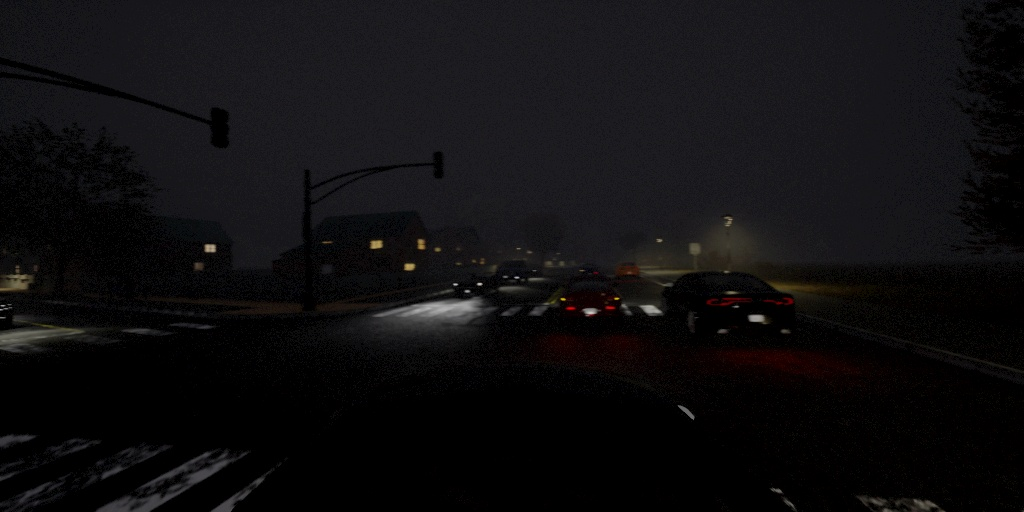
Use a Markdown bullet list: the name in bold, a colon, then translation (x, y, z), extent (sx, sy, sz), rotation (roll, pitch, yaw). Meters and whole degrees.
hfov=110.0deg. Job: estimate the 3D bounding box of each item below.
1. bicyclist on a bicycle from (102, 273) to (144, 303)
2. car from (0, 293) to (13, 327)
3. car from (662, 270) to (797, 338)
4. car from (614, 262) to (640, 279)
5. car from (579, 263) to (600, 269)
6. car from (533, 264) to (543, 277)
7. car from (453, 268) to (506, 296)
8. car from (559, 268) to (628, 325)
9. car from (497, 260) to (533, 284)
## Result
- **bicyclist on a bicycle**: translation (-21.524, 1.751, 19.874), extent (0.582, 1.620, 1.656), rotation (-2, -1, 25)
- **car**: translation (-19.511, 1.726, 12.473), extent (5.008, 1.535, 1.882), rotation (-1, -1, 25)
- **car**: translation (5.425, 1.125, 9.687), extent (1.882, 1.535, 5.008), rotation (-2, -1, 11)
- **car**: translation (10.341, 1.238, 32.318), extent (1.882, 1.535, 5.008), rotation (-2, -1, 13)
- **car**: translation (7.463, 1.422, 34.278), extent (1.812, 1.442, 4.674), rotation (-2, -1, 13)
- **car**: translation (2.473, 1.673, 42.086), extent (1.882, 1.535, 5.008), rotation (-2, -1, 14)
- **car**: translation (-2.055, 1.696, 22.413), extent (1.895, 1.301, 4.718), rotation (-2, -1, 13)
- **car**: translation (2.543, 1.308, 11.787), extent (1.812, 1.442, 4.674), rotation (-2, -1, 12)
- **car**: translation (0.084, 1.366, 32.087), extent (2.150, 2.045, 5.566), rotation (-2, -1, 13)
